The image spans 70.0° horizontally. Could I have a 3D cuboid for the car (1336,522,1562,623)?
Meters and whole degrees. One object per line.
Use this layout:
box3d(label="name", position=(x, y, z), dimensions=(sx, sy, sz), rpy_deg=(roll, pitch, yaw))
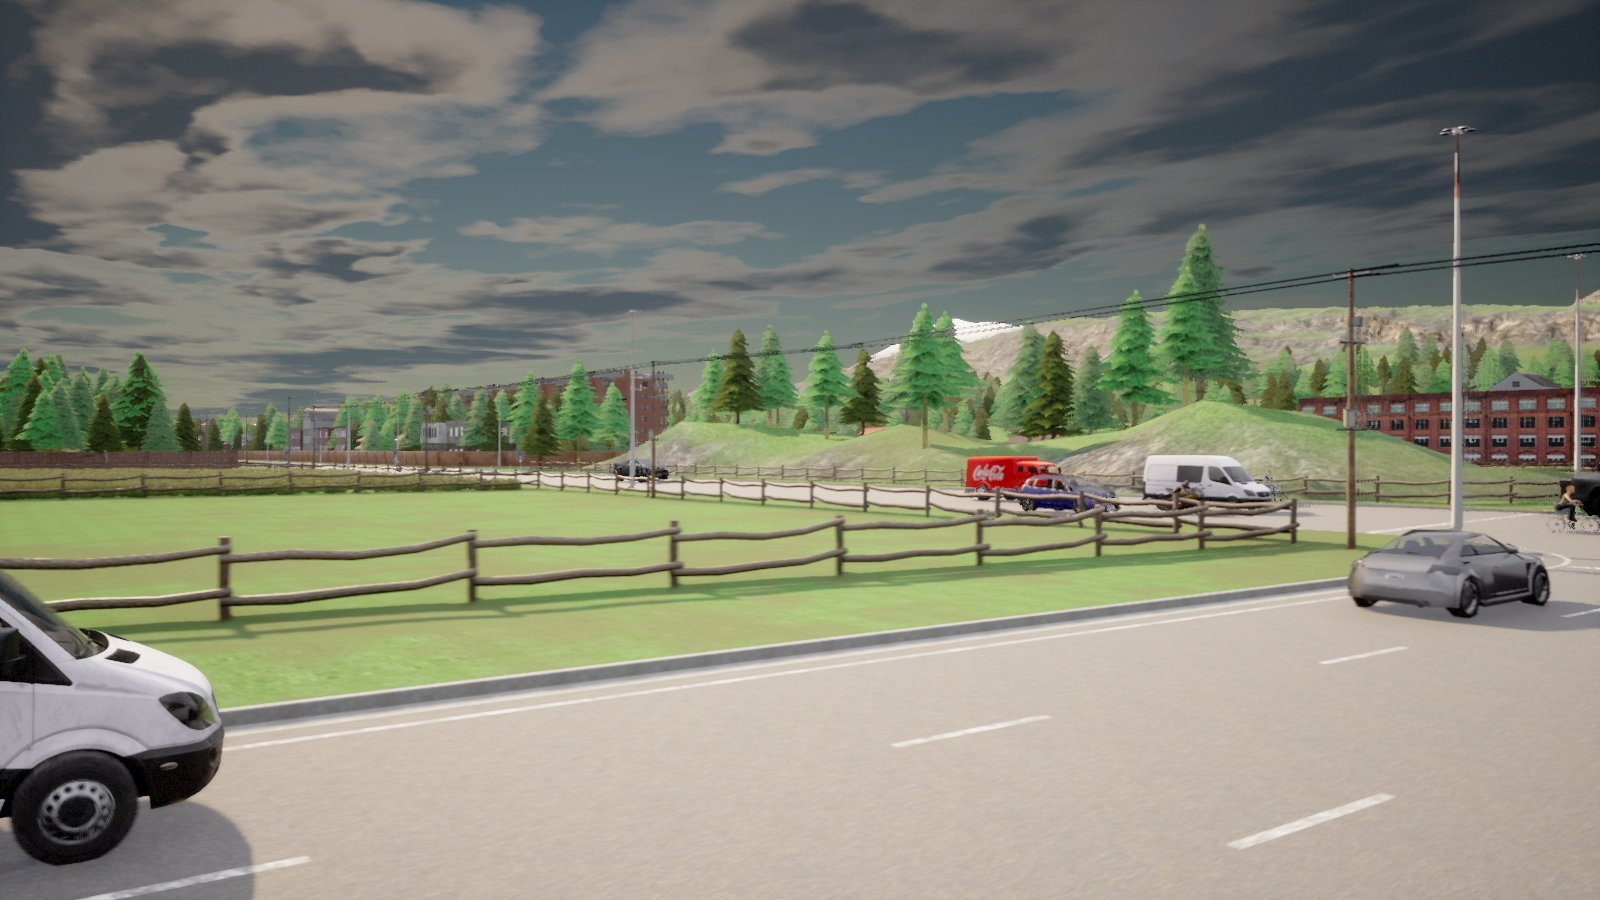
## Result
box3d(label="car", position=(11.722, 2.119, 20.575), dimensions=(4.181, 1.385, 1.994), rpy_deg=(0, 0, -36))

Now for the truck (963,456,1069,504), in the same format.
box3d(label="truck", position=(11.661, 1.576, 62.066), dimensions=(2.627, 2.467, 5.204), rpy_deg=(0, 0, -38))

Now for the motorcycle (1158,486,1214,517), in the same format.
box3d(label="motorcycle", position=(16.694, 2.206, 49.424), dimensions=(0.867, 1.251, 2.209), rpy_deg=(0, 0, -36))

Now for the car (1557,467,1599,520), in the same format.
box3d(label="car", position=(34.623, 1.754, 46.224), dimensions=(6.274, 2.098, 2.390), rpy_deg=(0, 0, 21))

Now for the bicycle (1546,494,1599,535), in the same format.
box3d(label="bicycle", position=(25.980, 2.158, 38.386), dimensions=(1.487, 1.276, 0.859), rpy_deg=(0, -1, 34))

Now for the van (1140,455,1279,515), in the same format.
box3d(label="van", position=(18.734, 1.535, 52.575), dimensions=(1.988, 2.561, 5.915), rpy_deg=(0, 0, -36))

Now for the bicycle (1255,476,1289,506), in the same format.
box3d(label="bicycle", position=(23.775, 2.056, 57.568), dimensions=(0.373, 1.496, 1.643), rpy_deg=(0, 0, -36))

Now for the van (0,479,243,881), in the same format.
box3d(label="van", position=(-7.037, 1.534, 7.414), dimensions=(5.915, 2.561, 1.988), rpy_deg=(0, 0, -35))

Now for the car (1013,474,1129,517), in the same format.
box3d(label="car", position=(11.848, 1.967, 50.171), dimensions=(2.242, 1.667, 4.611), rpy_deg=(0, 0, -36))
